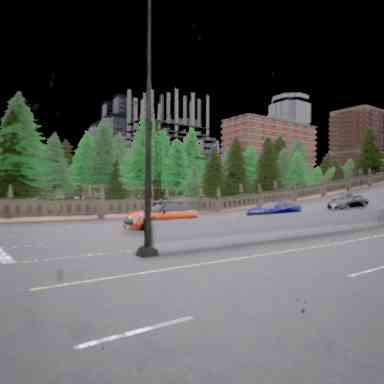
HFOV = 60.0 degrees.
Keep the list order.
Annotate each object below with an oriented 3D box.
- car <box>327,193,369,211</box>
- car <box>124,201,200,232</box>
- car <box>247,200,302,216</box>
[{"bbox_3d":[14.860,0.926,31.669,4.902,1.511,2.128,-5,3,-35],"label":"car"},{"bbox_3d":[-1.755,1.408,19.904,4.553,1.767,2.097,0,0,-35],"label":"car"},{"bbox_3d":[6.411,1.444,25.707,5.008,1.535,1.882,-2,1,-35],"label":"car"}]
